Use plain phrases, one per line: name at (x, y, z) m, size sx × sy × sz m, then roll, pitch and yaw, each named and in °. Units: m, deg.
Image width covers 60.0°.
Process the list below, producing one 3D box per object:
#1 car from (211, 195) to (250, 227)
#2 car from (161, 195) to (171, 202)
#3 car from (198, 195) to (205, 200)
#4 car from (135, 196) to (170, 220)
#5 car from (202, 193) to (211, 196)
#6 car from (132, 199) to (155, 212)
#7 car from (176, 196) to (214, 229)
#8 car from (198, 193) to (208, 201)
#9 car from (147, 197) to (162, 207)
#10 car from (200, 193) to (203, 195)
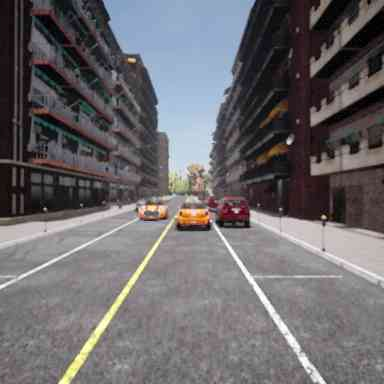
car at (2.707, 1.295, 22.680) m, size 2.192 × 1.841 × 5.009 m, roll 1°, pitch 0°, yaw 0°
car at (-5.668, 1.473, 72.656) m, size 1.752 × 1.417 × 4.829 m, roll 1°, pitch 0°, yaw 0°
car at (2.725, 1.462, 95.234) m, size 1.752 × 1.417 × 4.829 m, roll 1°, pitch 0°, yaw 0°
car at (-3.089, 1.328, 27.513) m, size 2.097 × 1.767 × 4.553 m, roll 0°, pitch 0°, yaw 0°
car at (2.710, 1.283, 39.384) m, size 2.192 × 1.841 × 5.009 m, roll 1°, pitch 0°, yaw 0°
car at (-5.674, 1.518, 39.418) m, size 2.008 × 1.369 × 4.403 m, roll 1°, pitch 0°, yaw 0°
car at (0.100, 1.332, 21.705) m, size 2.097 × 1.767 × 4.553 m, roll 0°, pitch 0°, yaw 0°
car at (2.718, 1.257, 83.928) m, size 2.192 × 1.841 × 5.009 m, roll 1°, pitch 0°, yaw 0°
car at (-5.672, 1.486, 50.385) m, size 1.752 × 1.417 × 4.829 m, roll 1°, pitch 0°, yaw 0°
car at (2.714, 1.266, 67.224) m, size 2.192 × 1.841 × 5.009 m, roll 1°, pitch 0°, yaw 0°
